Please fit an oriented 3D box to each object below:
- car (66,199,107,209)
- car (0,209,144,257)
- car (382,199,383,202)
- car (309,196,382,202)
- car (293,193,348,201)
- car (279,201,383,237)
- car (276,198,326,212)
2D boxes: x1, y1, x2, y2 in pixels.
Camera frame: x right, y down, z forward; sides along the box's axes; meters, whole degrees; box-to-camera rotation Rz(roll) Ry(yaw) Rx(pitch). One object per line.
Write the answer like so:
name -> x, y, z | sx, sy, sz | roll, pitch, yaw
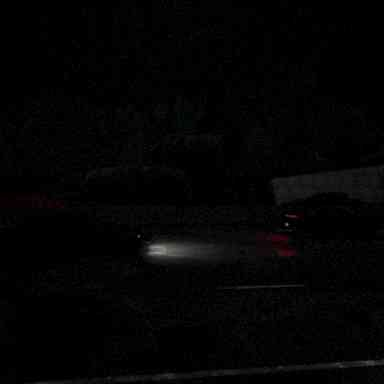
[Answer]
car -> -11.472, 1.400, 36.262 | 4.181, 1.385, 1.994 | 0, 0, -7
car -> -4.490, 1.491, 12.224 | 5.357, 1.411, 2.033 | 0, 0, -7
car -> 23.884, 1.437, 40.514 | 4.718, 1.301, 1.895 | 0, 0, -7
car -> 13.129, 1.373, 28.647 | 4.902, 1.511, 2.128 | 0, 0, -7
car -> 12.502, 1.088, 32.096 | 5.566, 2.045, 2.150 | 0, 0, -7
car -> 7.199, 1.421, 17.156 | 4.902, 1.511, 2.128 | 0, 0, -7
car -> 11.593, 1.377, 35.511 | 4.674, 1.442, 1.812 | 0, 0, -7
